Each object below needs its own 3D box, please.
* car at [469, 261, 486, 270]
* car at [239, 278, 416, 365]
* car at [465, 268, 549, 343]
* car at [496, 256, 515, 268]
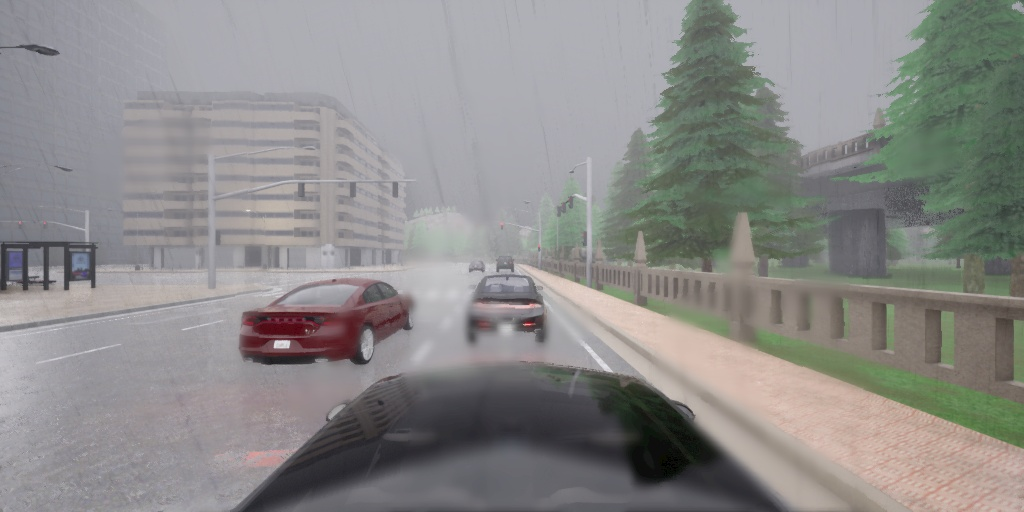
[{"bbox_3d":[-4.370,1.298,45.017,2.033,1.411,5.357,0,0,-1],"label":"car"},{"bbox_3d":[-3.596,1.228,8.069,1.882,1.535,5.008,0,0,0],"label":"car"},{"bbox_3d":[-0.128,1.242,9.631,2.128,1.511,4.902,0,0,-1],"label":"car"},{"bbox_3d":[-0.867,0.972,45.320,2.150,2.045,5.566,0,0,-1],"label":"car"}]
